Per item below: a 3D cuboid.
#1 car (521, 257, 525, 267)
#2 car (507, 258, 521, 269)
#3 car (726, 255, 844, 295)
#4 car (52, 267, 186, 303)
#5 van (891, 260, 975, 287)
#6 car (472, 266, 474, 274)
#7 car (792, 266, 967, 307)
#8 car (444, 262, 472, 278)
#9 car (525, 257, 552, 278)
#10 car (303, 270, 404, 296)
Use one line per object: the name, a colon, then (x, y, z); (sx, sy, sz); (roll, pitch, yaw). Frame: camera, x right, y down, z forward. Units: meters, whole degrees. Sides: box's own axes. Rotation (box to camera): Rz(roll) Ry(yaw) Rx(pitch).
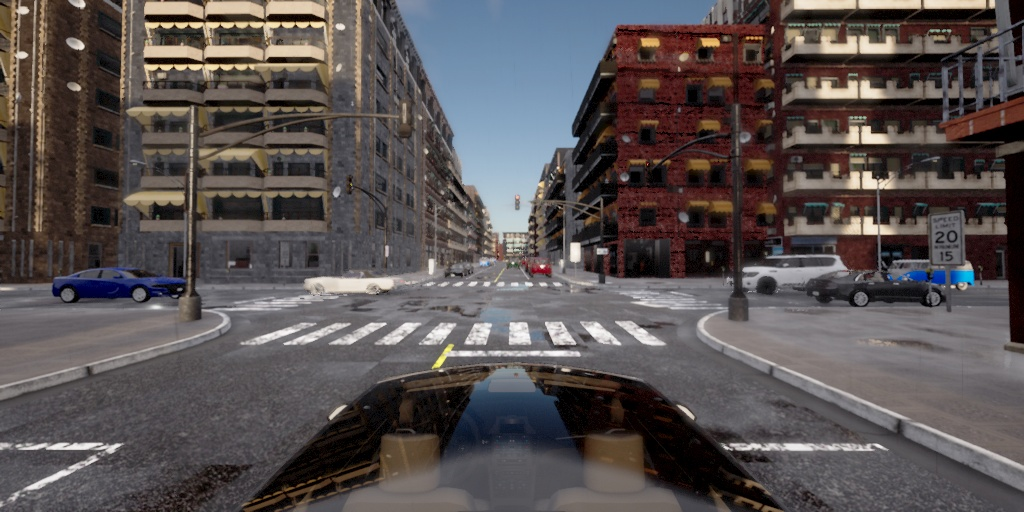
car: (2.663, 1.107, 45.093); (2.192, 1.841, 5.009); (0, 0, 0)
car: (0.227, 1.182, 58.288); (2.097, 1.767, 4.553); (0, 0, 0)
car: (14.567, 0.975, 19.085); (5.566, 2.045, 2.150); (0, -1, 0)
car: (-17.582, 1.262, 16.285); (5.008, 1.535, 1.882); (0, -1, 0)
van: (24.946, 1.124, 21.479); (3.998, 1.789, 1.690); (0, 0, 0)
car: (-5.231, 1.350, 39.503); (1.948, 1.339, 4.313); (0, 0, 0)
car: (13.771, 1.191, 13.652); (4.403, 1.370, 2.007); (0, 0, 0)
car: (-5.243, 1.344, 33.942); (1.948, 1.339, 4.313); (0, 0, 0)
car: (2.638, 1.092, 33.970); (2.192, 1.841, 5.009); (0, 0, 0)
car: (-8.413, 1.421, 19.183); (4.718, 1.301, 1.895); (0, -1, 0)
